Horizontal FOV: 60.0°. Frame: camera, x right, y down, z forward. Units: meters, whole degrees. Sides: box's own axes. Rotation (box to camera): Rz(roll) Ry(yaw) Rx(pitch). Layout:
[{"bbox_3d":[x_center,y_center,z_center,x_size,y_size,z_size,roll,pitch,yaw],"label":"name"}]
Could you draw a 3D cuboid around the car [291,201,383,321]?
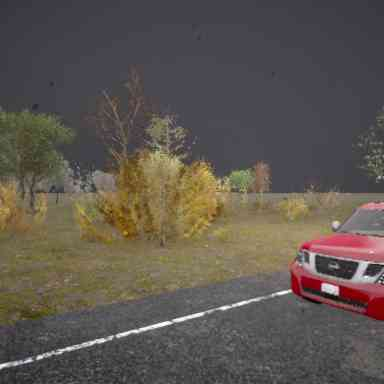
[{"bbox_3d":[4.517,1.224,6.996,5.566,2.045,2.150,0,0,-35],"label":"car"}]
